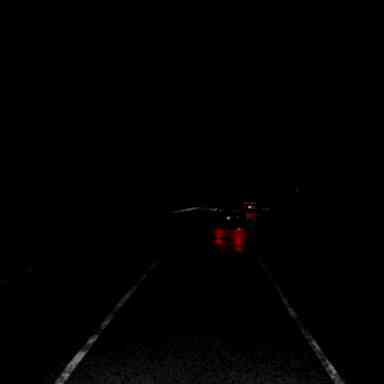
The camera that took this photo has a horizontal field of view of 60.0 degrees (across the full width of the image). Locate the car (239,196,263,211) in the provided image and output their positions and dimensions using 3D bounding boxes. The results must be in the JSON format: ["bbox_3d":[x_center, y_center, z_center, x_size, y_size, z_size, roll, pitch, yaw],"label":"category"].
[{"bbox_3d":[6.968,1.370,38.342,1.837,1.490,4.892,2,1,17],"label":"car"}]

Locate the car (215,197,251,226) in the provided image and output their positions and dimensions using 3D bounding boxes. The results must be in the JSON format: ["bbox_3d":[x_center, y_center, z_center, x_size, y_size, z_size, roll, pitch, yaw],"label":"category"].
[{"bbox_3d":[2.697,1.362,22.606,2.128,1.511,4.902,1,0,11],"label":"car"}]

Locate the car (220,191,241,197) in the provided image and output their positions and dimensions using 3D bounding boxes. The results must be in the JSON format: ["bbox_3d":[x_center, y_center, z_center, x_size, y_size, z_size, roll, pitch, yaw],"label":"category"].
[{"bbox_3d":[5.046,0.894,43.395,2.150,2.045,5.566,2,2,19],"label":"car"}]
